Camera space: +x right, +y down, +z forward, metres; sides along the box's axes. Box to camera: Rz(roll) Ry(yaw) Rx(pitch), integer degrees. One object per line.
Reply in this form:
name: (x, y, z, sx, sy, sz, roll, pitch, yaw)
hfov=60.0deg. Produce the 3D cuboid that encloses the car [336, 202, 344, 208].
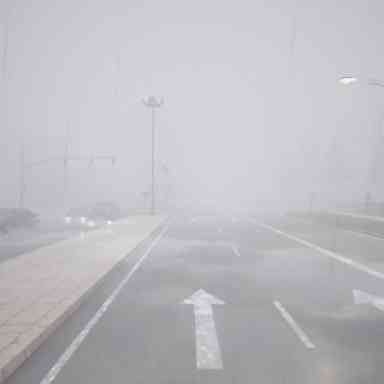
car: (25.978, 1.981, 54.720, 4.181, 1.385, 1.994, 0, 0, -1)

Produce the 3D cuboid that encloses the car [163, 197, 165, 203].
car: (-8.299, 2.193, 84.090, 1.994, 1.385, 4.181, 0, 0, -1)

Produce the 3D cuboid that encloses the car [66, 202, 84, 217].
car: (-11.581, 1.793, 35.014, 1.812, 1.442, 4.674, 0, -1, 0)

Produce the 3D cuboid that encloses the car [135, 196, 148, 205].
car: (-11.662, 2.124, 74.950, 1.994, 1.385, 4.181, 0, 0, -1)

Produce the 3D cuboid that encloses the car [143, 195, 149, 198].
car: (-11.800, 1.866, 84.104, 2.150, 2.045, 5.566, 0, 0, -1)

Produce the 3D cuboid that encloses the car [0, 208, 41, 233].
car: (-11.554, 1.709, 21.040, 2.033, 1.411, 5.357, 0, 0, 1)

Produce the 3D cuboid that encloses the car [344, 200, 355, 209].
car: (26.496, 1.915, 51.223, 4.674, 1.442, 1.812, 0, 0, 0)

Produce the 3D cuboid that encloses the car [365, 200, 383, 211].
car: (26.238, 1.688, 44.227, 4.553, 1.767, 2.097, 0, 0, 0)

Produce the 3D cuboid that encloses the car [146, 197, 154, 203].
car: (-11.954, 2.243, 94.328, 1.812, 1.442, 4.674, 0, 0, -1)

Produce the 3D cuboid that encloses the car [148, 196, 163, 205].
car: (-8.166, 2.051, 75.253, 1.882, 1.535, 5.008, 0, 0, -1)

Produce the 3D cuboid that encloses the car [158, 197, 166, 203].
car: (-8.455, 2.243, 94.421, 1.812, 1.442, 4.674, 0, 0, -1)

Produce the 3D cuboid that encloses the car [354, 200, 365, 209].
car: (26.466, 1.964, 47.723, 4.718, 1.301, 1.895, 0, 0, 0)

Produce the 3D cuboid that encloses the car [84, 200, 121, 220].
car: (-8.093, 1.589, 30.969, 2.097, 1.767, 4.553, 0, 0, 0)
